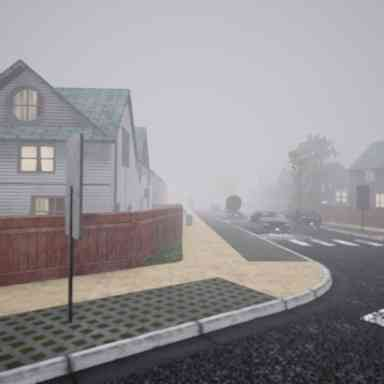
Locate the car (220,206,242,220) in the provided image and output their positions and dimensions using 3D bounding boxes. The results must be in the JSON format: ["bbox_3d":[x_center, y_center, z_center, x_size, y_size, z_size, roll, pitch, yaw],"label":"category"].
[{"bbox_3d":[4.692,2.363,38.178,1.837,1.490,4.892,1,-2,-2],"label":"car"}]

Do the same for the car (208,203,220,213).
[{"bbox_3d":[4.080,2.783,58.866,2.097,1.767,4.553,1,-2,-2],"label":"car"}]

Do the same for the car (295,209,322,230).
[{"bbox_3d":[8.102,2.026,25.193,2.128,1.511,4.902,1,-2,-2],"label":"car"}]

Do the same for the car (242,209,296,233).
[{"bbox_3d":[5.203,1.998,23.253,2.033,1.411,5.357,1,-2,-2],"label":"car"}]
